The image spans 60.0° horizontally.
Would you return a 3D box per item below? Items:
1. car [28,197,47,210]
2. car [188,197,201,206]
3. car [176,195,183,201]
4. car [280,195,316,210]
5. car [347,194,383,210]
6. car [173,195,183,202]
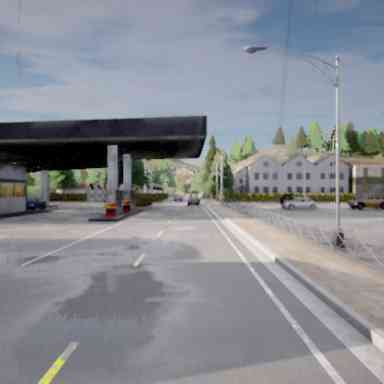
[{"bbox_3d":[-20.729,1.561,43.294,2.242,1.667,4.611,0,0,-1],"label":"car"},{"bbox_3d":[0.442,1.525,57.063,2.128,1.511,4.902,-1,2,7],"label":"car"},{"bbox_3d":[-3.504,1.653,93.739,1.882,1.535,5.008,0,0,0],"label":"car"},{"bbox_3d":[12.683,1.436,39.623,3.806,1.475,1.970,0,0,-1],"label":"car"},{"bbox_3d":[21.162,1.172,39.712,4.605,1.855,1.932,0,0,-1],"label":"car"},{"bbox_3d":[-3.504,1.511,83.353,2.097,1.767,4.553,0,0,0],"label":"car"}]
